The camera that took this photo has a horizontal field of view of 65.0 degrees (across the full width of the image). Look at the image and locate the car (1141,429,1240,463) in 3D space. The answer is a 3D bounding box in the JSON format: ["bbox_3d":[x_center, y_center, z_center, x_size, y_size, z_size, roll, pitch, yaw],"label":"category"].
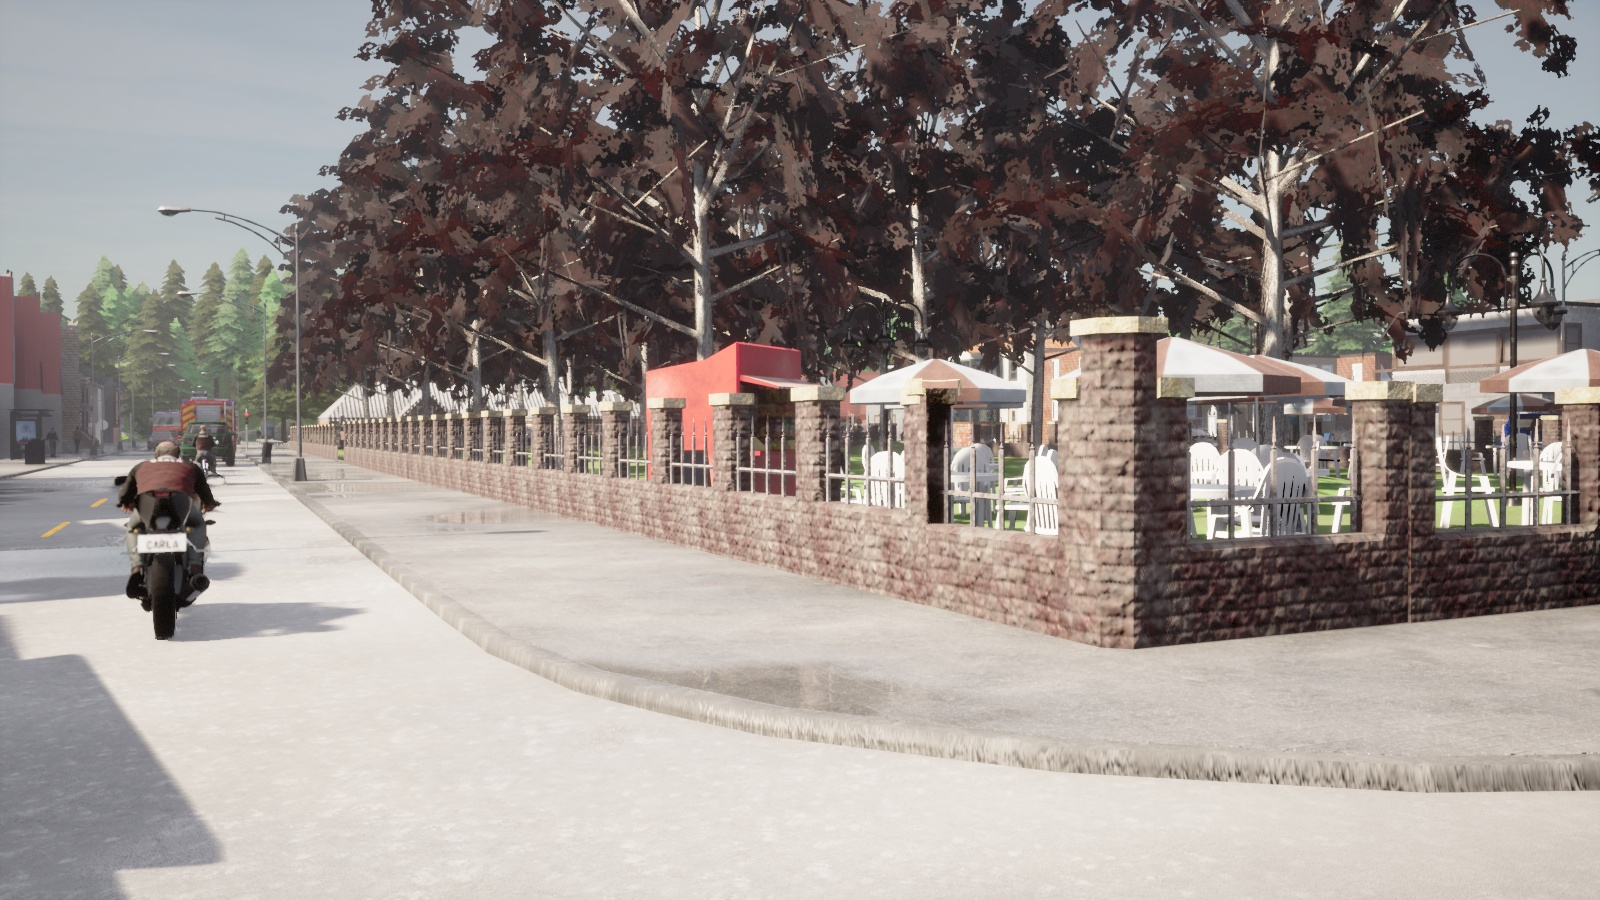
[{"bbox_3d":[19.820,-0.248,63.945,2.033,1.649,4.856,0,1,-25],"label":"car"}]

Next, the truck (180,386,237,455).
[{"bbox_3d":[-34.908,-1.711,74.211,2.891,3.827,8.468,0,1,-25],"label":"truck"}]

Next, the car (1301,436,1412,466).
[{"bbox_3d":[26.309,0.020,59.515,1.895,1.301,4.718,0,1,-25],"label":"car"}]

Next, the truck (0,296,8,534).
[{"bbox_3d":[-11.572,-0.447,14.715,2.891,3.462,7.936,0,1,-25],"label":"truck"}]

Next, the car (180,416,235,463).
[{"bbox_3d":[-26.806,-0.506,56.820,2.150,2.045,5.566,0,1,-25],"label":"car"}]

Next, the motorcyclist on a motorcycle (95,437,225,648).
[{"bbox_3d":[-5.219,0.667,10.359,0.866,1.530,2.191,0,1,-25],"label":"motorcyclist on a motorcycle"}]

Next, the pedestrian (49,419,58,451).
[{"bbox_3d":[-43.501,-0.849,73.169,0.376,1.854,0.720,0,1,-24],"label":"pedestrian"}]

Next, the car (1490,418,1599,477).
[{"bbox_3d":[28.357,-0.122,45.632,2.150,2.045,5.566,0,1,-25],"label":"car"}]
